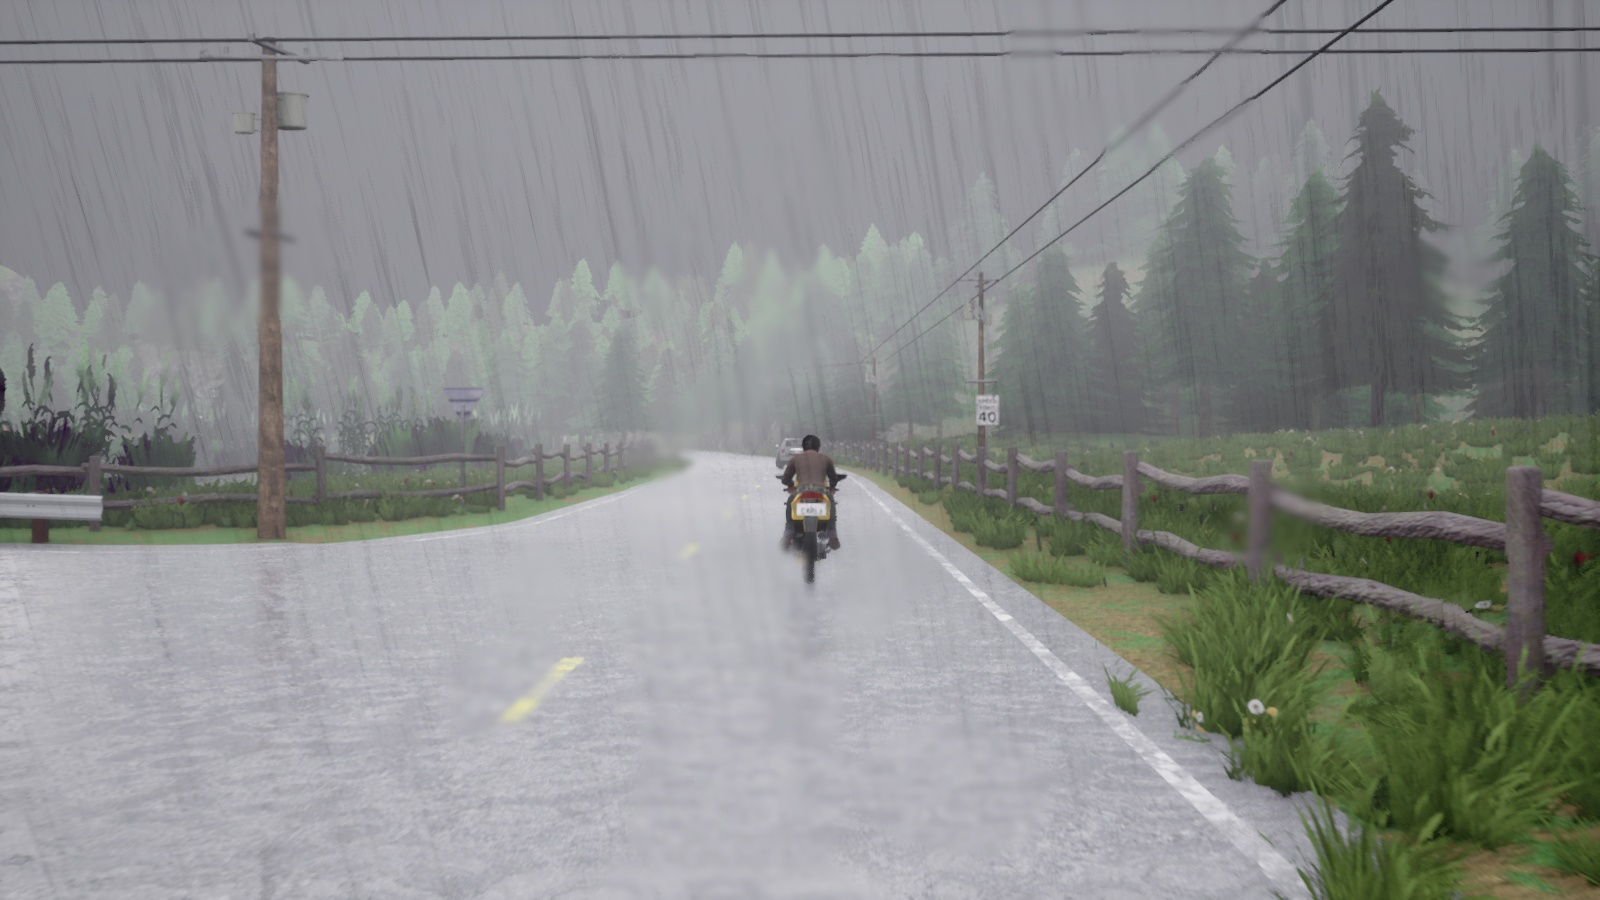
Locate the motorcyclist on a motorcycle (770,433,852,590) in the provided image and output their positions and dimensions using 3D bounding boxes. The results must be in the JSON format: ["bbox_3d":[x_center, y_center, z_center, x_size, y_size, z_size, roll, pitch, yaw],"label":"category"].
[{"bbox_3d":[0.116,0.593,13.158,0.797,1.523,2.044,0,0,0],"label":"motorcyclist on a motorcycle"}]

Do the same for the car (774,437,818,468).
[{"bbox_3d":[-0.235,0.098,61.970,1.970,1.475,3.806,0,1,-3],"label":"car"}]
